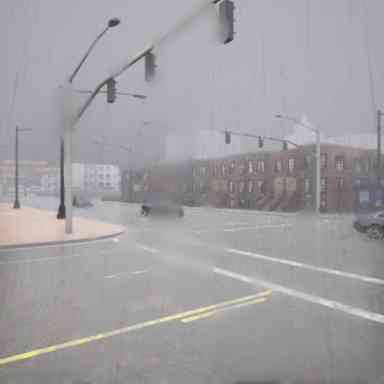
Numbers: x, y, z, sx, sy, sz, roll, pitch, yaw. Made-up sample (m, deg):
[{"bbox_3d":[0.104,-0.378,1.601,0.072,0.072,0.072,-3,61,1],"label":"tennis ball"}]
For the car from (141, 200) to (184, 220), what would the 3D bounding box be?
[{"bbox_3d":[-2.595,1.469,28.549,1.882,1.535,5.008,0,0,-36],"label":"car"}]

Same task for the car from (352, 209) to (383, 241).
[{"bbox_3d":[9.935,1.482,15.024,4.902,1.511,2.128,0,0,33],"label":"car"}]

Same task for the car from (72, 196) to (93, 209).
[{"bbox_3d":[-15.430,1.344,46.445,2.097,1.767,4.553,0,0,-36],"label":"car"}]
